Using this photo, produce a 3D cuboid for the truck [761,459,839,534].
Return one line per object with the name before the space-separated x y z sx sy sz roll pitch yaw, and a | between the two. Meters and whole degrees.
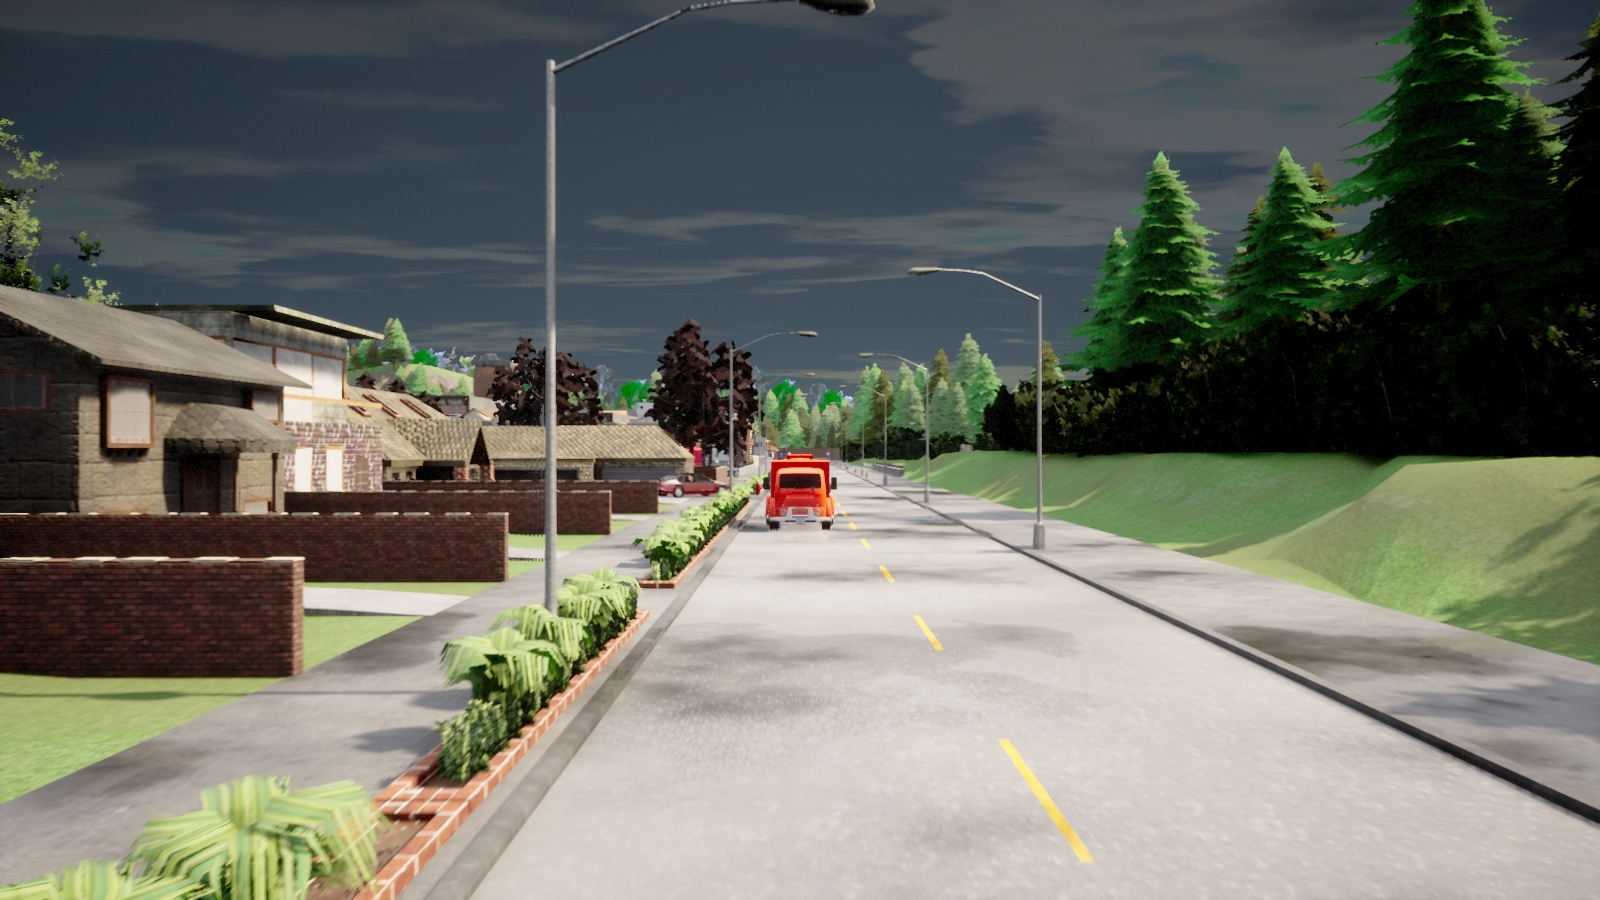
truck | 0.006 1.568 40.833 2.627 2.467 5.204 0 0 0
